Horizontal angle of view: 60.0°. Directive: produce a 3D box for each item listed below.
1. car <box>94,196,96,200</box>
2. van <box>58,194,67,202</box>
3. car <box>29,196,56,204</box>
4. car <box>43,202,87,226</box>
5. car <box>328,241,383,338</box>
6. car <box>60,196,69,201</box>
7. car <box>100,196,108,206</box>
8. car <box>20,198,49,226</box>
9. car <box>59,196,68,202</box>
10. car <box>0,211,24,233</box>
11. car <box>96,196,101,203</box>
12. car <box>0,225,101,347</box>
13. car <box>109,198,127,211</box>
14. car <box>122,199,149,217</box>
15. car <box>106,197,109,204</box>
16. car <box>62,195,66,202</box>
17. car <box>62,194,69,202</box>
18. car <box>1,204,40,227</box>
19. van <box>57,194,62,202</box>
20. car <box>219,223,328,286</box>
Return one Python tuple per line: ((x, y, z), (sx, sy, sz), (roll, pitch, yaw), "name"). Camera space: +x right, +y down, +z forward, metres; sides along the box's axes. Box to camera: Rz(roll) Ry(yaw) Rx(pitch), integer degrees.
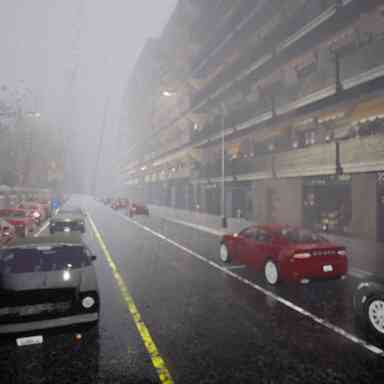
((-21.643, 1.611, 78.769), (1.752, 1.417, 4.829), (0, 0, -19), "car")
((-29.511, 1.430, 75.878), (1.690, 1.788, 3.998), (0, 0, -19), "van")
((-13.004, 1.327, 27.969), (2.192, 1.841, 5.009), (0, 0, -19), "car")
((-7.214, 1.547, 19.429), (2.033, 1.411, 5.357), (0, 0, -19), "car")
((4.090, 1.547, 4.085), (2.008, 1.369, 4.403), (0, 0, -19), "car")
((-33.179, 1.660, 86.524), (1.887, 1.381, 4.507), (0, 0, -19), "car")
((-14.251, 1.609, 57.316), (1.947, 1.339, 4.313), (0, 0, -19), "car")
((-11.168, 1.445, 22.645), (1.967, 1.590, 4.097), (0, 0, -19), "car")
((-31.345, 1.684, 81.201), (1.802, 1.307, 4.206), (0, 0, -19), "car")
((-7.502, 1.581, 12.003), (1.802, 1.307, 4.206), (0, 0, -19), "car")
((-17.919, 1.502, 67.962), (1.967, 1.590, 4.097), (0, 0, -19), "car")
((-2.814, 1.600, 6.357), (1.895, 1.301, 4.718), (0, 0, -19), "car")
((-8.749, 1.462, 41.346), (1.967, 1.590, 4.097), (0, 0, -19), "car")
((-5.080, 1.589, 30.699), (1.802, 1.307, 4.206), (0, 0, -19), "car")
((-10.583, 1.610, 46.670), (1.802, 1.307, 4.206), (0, 0, -19), "car")
((-22.174, 1.614, 54.586), (1.947, 1.339, 4.313), (0, 0, -19), "car")
((-25.842, 1.381, 65.232), (2.192, 1.841, 5.009), (0, 0, -19), "car")
((-9.335, 1.544, 17.324), (1.887, 1.381, 4.507), (0, 0, -19), "car")
((-18.506, 1.374, 43.939), (1.690, 1.788, 3.998), (0, 0, -19), "van")
((2.257, 1.540, 9.409), (1.887, 1.381, 4.507), (0, 0, -19), "car")
